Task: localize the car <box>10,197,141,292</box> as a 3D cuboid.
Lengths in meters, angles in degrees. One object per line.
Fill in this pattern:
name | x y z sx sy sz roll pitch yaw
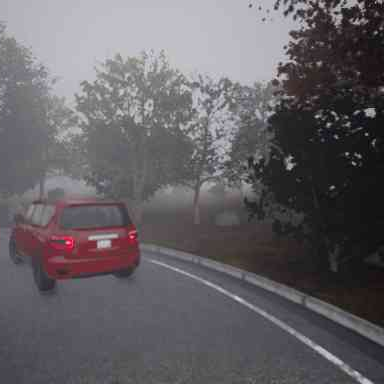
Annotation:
car | -3.426 1.157 9.154 2.150 2.045 5.566 0 1 -36
